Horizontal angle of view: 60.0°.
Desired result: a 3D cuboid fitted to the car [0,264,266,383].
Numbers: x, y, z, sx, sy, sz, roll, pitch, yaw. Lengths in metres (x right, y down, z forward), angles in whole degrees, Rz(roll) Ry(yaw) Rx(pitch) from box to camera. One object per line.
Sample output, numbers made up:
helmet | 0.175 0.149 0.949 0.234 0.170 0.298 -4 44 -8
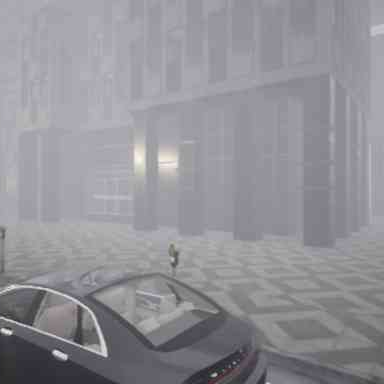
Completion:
car | -1.346 1.557 3.914 4.403 1.369 2.008 0 0 35
